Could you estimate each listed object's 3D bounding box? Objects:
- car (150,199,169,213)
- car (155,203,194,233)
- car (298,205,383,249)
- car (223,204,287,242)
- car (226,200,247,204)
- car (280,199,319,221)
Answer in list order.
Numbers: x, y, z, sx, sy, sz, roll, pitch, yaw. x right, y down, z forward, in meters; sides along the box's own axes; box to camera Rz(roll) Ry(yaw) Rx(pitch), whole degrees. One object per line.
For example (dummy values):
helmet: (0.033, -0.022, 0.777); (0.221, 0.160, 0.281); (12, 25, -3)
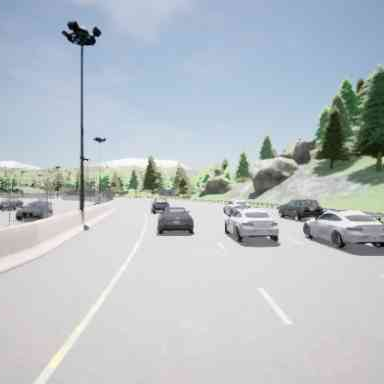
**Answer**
car: (-3.586, 1.482, 37.164); (2.128, 1.511, 4.902); (0, 0, -11)
car: (-1.014, 1.557, 19.506); (1.994, 1.385, 4.181); (0, 0, -5)
car: (6.465, 1.506, 14.333); (1.812, 1.442, 4.674); (0, 0, -4)
car: (2.803, 1.513, 16.256); (1.812, 1.442, 4.674); (0, 0, -5)
car: (4.370, 1.502, 32.322); (1.812, 1.442, 4.674); (0, 0, -9)
car: (8.683, 1.322, 26.887); (2.097, 1.767, 4.553); (0, 0, -7)
